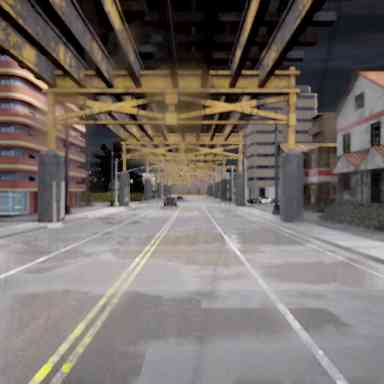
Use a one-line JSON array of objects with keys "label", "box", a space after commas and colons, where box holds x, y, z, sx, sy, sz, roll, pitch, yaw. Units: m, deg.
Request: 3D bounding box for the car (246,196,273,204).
[{"label": "car", "box": [13.563, 1.569, 66.820, 4.974, 1.542, 2.038, 0, 0, 25]}]

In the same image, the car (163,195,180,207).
[{"label": "car", "box": [-3.523, 1.494, 54.679, 2.097, 1.767, 4.553, 0, 0, 0]}]

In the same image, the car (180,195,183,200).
[{"label": "car", "box": [-3.536, 1.643, 95.322, 1.895, 1.301, 4.718, 0, 0, 0]}]

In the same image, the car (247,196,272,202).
[{"label": "car", "box": [13.610, 1.412, 66.798, 4.536, 1.218, 1.853, 0, 0, 25]}]

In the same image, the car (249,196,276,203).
[{"label": "car", "box": [13.287, 1.421, 62.679, 4.536, 1.218, 1.853, 0, 0, -20]}]

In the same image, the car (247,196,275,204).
[{"label": "car", "box": [13.238, 1.579, 62.661, 4.974, 1.542, 2.038, 0, 0, -20]}]
